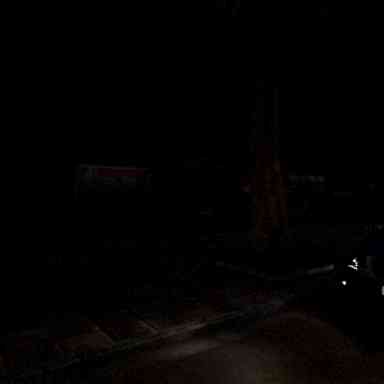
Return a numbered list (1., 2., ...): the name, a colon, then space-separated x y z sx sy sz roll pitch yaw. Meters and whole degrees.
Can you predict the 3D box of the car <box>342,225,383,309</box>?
1. car: 5.462 1.306 6.975 5.566 2.045 2.150 1 -1 -36
